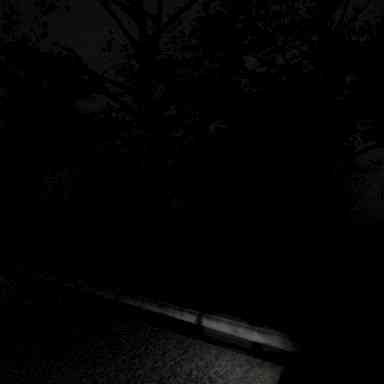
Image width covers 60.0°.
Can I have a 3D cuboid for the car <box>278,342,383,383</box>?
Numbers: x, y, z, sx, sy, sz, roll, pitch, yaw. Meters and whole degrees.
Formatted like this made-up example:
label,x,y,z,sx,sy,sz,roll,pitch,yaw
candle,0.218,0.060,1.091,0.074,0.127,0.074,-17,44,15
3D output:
label,x,y,z,sx,sy,sz,roll,pitch,yaw
car,2.676,1.534,1.469,4.674,1.442,1.812,1,0,35
